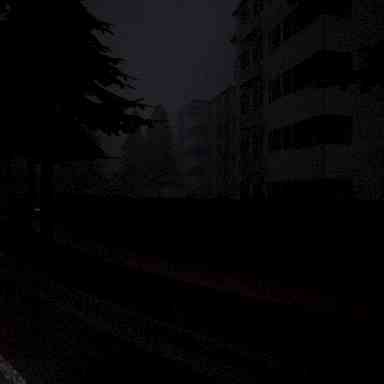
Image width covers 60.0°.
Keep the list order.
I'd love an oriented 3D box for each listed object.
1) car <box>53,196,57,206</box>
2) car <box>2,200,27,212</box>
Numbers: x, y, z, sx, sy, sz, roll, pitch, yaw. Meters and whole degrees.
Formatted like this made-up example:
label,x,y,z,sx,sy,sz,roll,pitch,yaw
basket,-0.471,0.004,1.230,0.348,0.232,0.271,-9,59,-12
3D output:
label,x,y,z,sx,sy,sz,roll,pitch,yaw
car,-19.145,1.352,49.160,2.097,1.767,4.553,0,0,16
car,-20.175,1.564,38.800,1.994,1.385,4.181,0,0,2
